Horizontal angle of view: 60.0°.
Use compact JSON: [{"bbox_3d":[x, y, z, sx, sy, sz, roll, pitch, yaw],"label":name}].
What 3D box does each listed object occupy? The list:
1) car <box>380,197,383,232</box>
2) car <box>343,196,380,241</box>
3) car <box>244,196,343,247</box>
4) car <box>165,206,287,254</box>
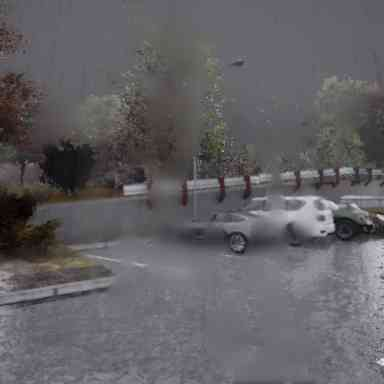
[{"bbox_3d":[8.575,1.334,18.661,4.553,1.767,2.185,-1,-1,36],"label":"car"},{"bbox_3d":[6.116,1.211,16.944,5.566,2.045,2.435,-1,-1,36],"label":"car"},{"bbox_3d":[3.554,1.214,15.270,5.566,2.045,2.435,-1,0,36],"label":"car"},{"bbox_3d":[1.048,1.498,13.579,4.792,1.488,2.163,-1,0,36],"label":"car"}]
